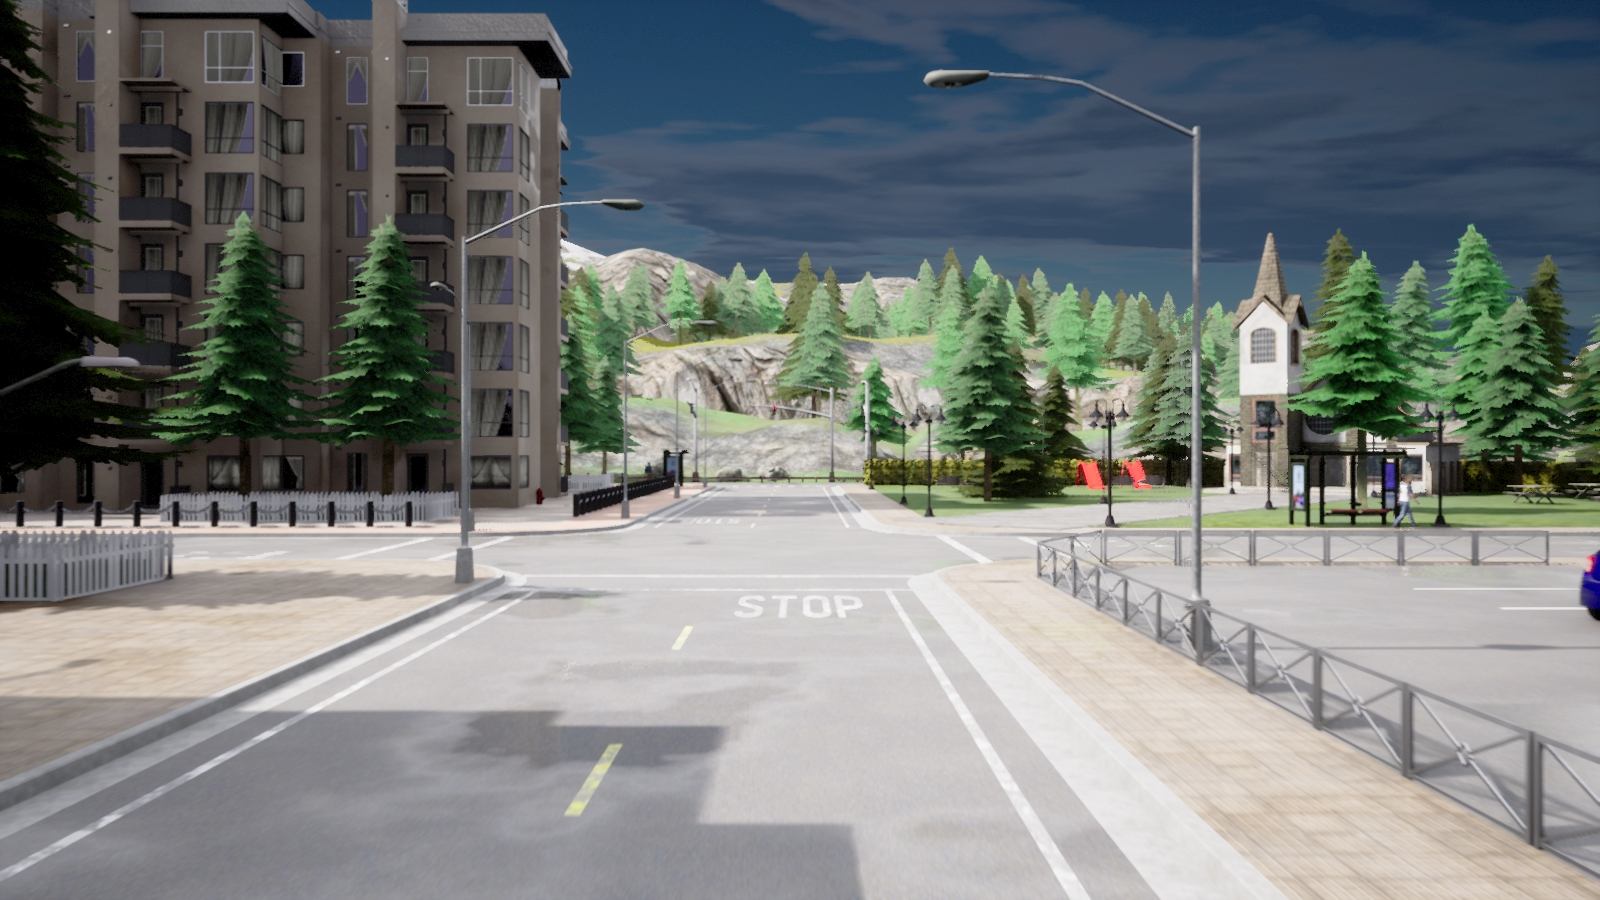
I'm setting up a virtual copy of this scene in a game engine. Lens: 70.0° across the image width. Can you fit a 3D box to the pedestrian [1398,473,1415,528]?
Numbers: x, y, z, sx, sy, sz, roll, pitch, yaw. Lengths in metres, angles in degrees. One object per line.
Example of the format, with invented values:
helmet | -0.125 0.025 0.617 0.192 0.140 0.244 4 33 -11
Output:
pedestrian | 20.449 1.694 38.538 0.375 1.860 0.375 0 0 2
